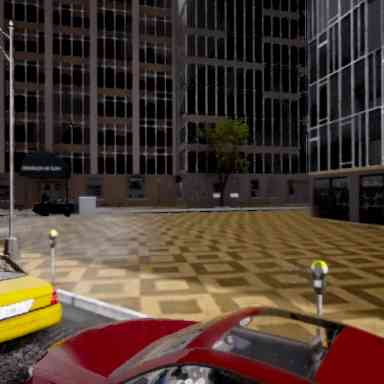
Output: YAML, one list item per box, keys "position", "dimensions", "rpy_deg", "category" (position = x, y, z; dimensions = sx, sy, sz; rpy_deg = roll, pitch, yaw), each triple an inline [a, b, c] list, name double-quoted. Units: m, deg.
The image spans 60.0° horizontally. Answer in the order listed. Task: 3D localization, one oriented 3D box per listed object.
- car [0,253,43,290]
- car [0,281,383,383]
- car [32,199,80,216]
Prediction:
- position: [-4.225, 1.519, 5.741]
  dimensions: [4.829, 1.417, 1.752]
  rpy_deg: [0, 0, 36]
  category: "car"
- position: [0.420, 1.581, 2.427]
  dimensions: [4.206, 1.307, 1.802]
  rpy_deg: [0, 0, 36]
  category: "car"
- position: [-10.716, 1.294, 27.875]
  dimensions: [4.902, 1.511, 2.128]
  rpy_deg: [0, 0, -14]
  category: "car"
